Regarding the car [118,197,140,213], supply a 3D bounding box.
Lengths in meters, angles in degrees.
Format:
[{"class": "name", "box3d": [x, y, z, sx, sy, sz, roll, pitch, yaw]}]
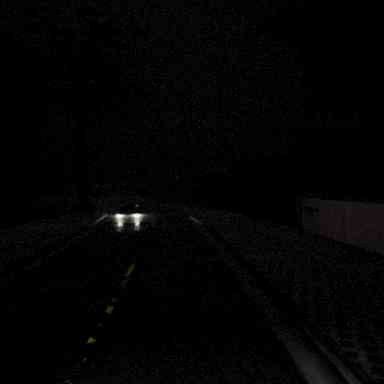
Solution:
[{"class": "car", "box3d": [-6.281, 1.226, 33.221, 1.882, 1.535, 5.008, -1, 0, -11]}]
